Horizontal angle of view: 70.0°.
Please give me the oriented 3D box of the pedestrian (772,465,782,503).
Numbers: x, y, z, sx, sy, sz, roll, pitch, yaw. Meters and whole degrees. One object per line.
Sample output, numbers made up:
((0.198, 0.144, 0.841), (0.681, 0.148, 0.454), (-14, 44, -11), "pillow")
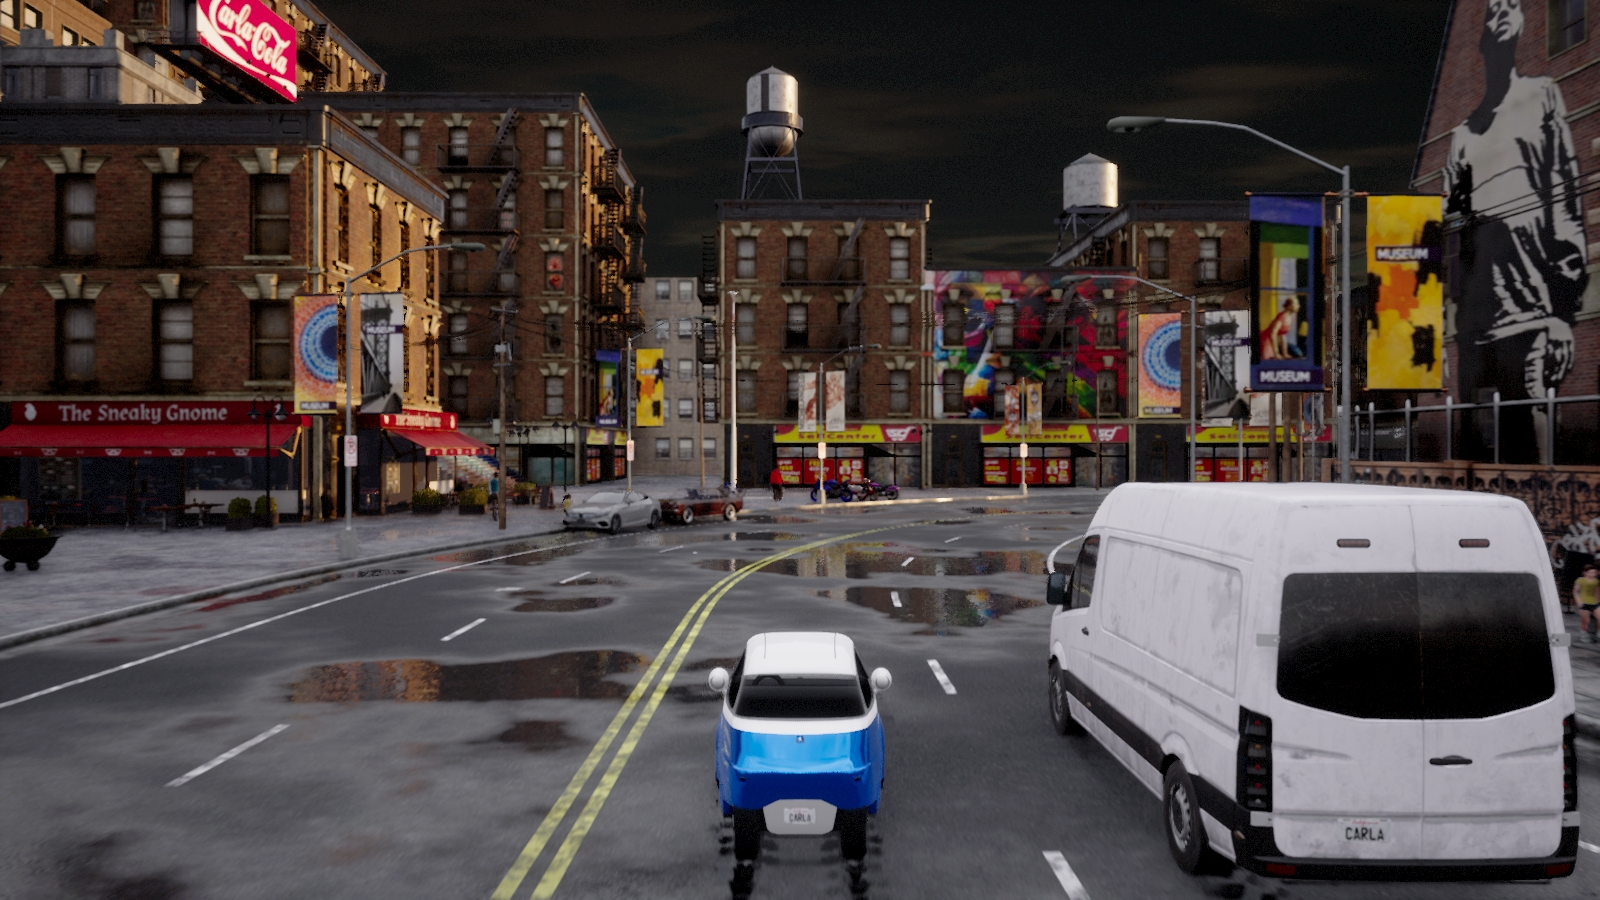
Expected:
((-1.162, 1.696, 57.255), (0.375, 1.860, 0.375), (0, 0, 26), "pedestrian")

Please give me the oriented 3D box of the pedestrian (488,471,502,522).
((-11.211, 1.697, 42.003), (0.375, 1.860, 0.375), (0, 0, 6), "pedestrian")

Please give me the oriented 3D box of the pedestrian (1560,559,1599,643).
((10.900, 2.076, 15.771), (0.500, 1.100, 0.500), (0, 0, 2), "pedestrian")

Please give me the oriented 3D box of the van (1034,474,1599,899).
((3.512, 1.534, 9.358), (1.988, 2.561, 5.915), (0, 0, 0), "van")

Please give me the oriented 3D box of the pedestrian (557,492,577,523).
((-8.431, 2.076, 41.257), (0.500, 1.100, 0.500), (0, 0, 36), "pedestrian")

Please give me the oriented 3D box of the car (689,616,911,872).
((0.001, 2.120, 8.728), (1.481, 1.376, 2.207), (0, 0, 0), "car")
